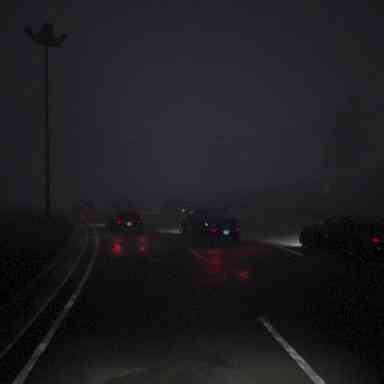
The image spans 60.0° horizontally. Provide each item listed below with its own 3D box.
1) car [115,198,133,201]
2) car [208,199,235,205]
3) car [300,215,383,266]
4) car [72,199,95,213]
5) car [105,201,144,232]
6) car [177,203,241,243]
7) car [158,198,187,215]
[{"bbox_3d":[-7.369,1.408,35.556,1.882,1.535,5.008,0,0,-28],"label":"car"},{"bbox_3d":[2.449,1.391,31.531,1.812,1.442,4.674,0,0,-24],"label":"car"},{"bbox_3d":[5.452,1.478,11.381,1.994,1.385,4.181,0,0,-11],"label":"car"},{"bbox_3d":[-12.056,1.490,36.840,1.812,1.442,4.674,-1,0,-29],"label":"car"},{"bbox_3d":[-4.077,1.487,19.782,1.812,1.442,4.674,0,0,-19],"label":"car"},{"bbox_3d":[0.807,1.461,15.875,1.812,1.442,4.674,0,0,-15],"label":"car"},{"bbox_3d":[-1.829,1.402,32.421,1.837,1.490,4.892,0,0,-26],"label":"car"}]
